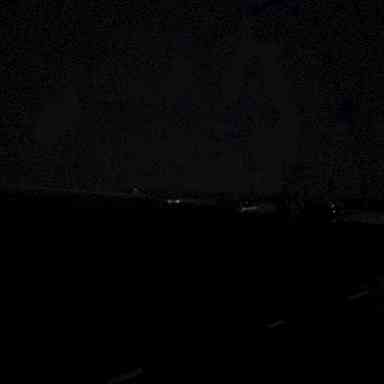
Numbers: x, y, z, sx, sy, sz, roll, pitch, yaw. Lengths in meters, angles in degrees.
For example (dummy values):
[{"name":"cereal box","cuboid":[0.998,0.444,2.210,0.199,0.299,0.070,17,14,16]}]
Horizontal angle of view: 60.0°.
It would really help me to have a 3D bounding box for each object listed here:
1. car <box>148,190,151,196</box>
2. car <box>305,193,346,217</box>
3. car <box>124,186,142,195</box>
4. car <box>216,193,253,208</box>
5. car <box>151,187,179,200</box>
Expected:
[{"name":"car","cuboid":[-5.350,-0.053,54.186,1.837,1.490,4.892,-3,4,-34]},{"name":"car","cuboid":[10.151,0.933,27.218,2.097,1.767,4.553,-3,4,-35]},{"name":"car","cuboid":[-11.158,-0.361,62.318,2.128,1.511,4.902,-3,3,-35]},{"name":"car","cuboid":[4.427,0.814,35.322,1.994,1.385,4.181,-3,4,-35]},{"name":"car","cuboid":[-3.534,0.362,46.630,1.994,1.385,4.181,-3,4,-35]}]
